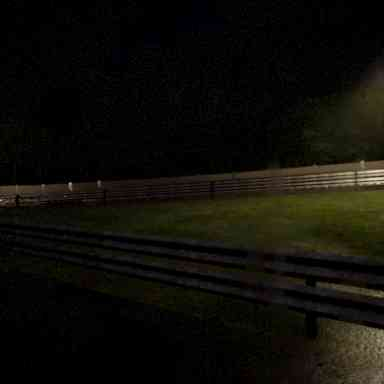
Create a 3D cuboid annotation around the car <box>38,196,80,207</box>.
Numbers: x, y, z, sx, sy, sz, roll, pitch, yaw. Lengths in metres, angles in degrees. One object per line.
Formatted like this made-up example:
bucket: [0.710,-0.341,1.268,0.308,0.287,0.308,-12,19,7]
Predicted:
car: [-15.574,1.062,38.863,4.718,1.301,1.895,-3,-1,18]
